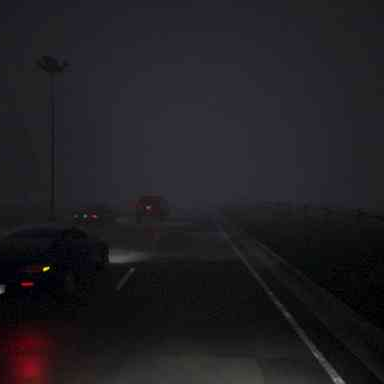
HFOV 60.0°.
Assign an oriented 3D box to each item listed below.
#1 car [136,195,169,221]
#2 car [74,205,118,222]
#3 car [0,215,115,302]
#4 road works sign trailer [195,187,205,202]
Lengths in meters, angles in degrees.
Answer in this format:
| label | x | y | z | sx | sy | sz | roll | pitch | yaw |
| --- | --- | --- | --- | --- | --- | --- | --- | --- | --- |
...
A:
| label | x | y | z | sx | sy | sz | roll | pitch | yaw |
| --- | --- | --- | --- | --- | --- | --- | --- | --- | --- |
| car | -3.214 | 1.298 | 27.895 | 2.150 | 2.045 | 5.566 | 0 | 0 | 2 |
| car | -6.818 | 1.614 | 23.929 | 2.033 | 1.411 | 5.357 | 0 | 0 | 1 |
| car | -3.441 | 1.549 | 8.209 | 1.812 | 1.442 | 4.674 | 0 | 0 | 0 |
| road works sign trailer | 2.082 | 0.687 | 80.870 | 2.380 | 3.560 | 2.880 | 0 | 0 | 7 |
